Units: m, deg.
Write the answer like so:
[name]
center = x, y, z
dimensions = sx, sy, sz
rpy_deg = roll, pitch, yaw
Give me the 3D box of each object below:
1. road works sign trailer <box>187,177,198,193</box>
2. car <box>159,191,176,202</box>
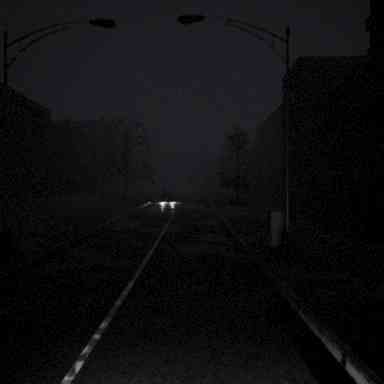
[road works sign trailer]
center = 0.084, -1.533, 71.770
dimensions = 2.380, 3.560, 2.880
rpy_deg = 0, 2, 0
[car]
center = -3.042, 0.524, 42.832
dimensions = 1.994, 1.385, 4.181
rpy_deg = 0, 2, 0
